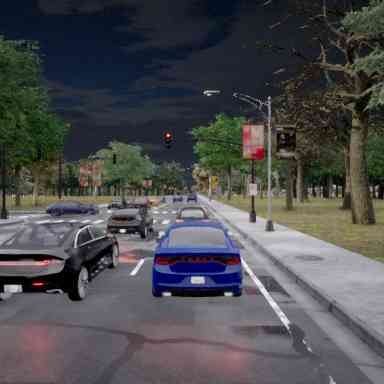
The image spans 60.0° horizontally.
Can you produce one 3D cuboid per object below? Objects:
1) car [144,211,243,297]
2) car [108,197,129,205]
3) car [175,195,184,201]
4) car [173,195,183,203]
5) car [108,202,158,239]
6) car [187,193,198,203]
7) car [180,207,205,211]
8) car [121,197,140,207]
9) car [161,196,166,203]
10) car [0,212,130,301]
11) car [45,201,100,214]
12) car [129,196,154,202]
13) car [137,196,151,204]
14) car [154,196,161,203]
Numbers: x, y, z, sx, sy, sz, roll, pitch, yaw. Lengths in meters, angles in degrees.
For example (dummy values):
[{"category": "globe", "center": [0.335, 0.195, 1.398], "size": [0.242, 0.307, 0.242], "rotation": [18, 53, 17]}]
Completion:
[{"category": "car", "center": [0.110, 1.478, 8.615], "size": [1.882, 1.535, 5.008], "rotation": [0, 0, 0]}, {"category": "car", "center": [-9.806, 1.578, 44.242], "size": [1.994, 1.385, 4.181], "rotation": [0, 0, 1]}, {"category": "car", "center": [-3.172, 1.479, 83.942], "size": [2.033, 1.411, 5.357], "rotation": [0, 0, 0]}, {"category": "car", "center": [-3.182, 1.522, 73.526], "size": [1.882, 1.535, 5.008], "rotation": [0, 0, 0]}, {"category": "car", "center": [-3.136, 1.507, 17.472], "size": [1.837, 1.490, 4.892], "rotation": [0, 0, 0]}, {"category": "car", "center": [0.068, 1.270, 73.553], "size": [2.150, 2.045, 5.566], "rotation": [0, 0, 0]}, {"category": "car", "center": [0.035, 1.528, 17.814], "size": [1.812, 1.442, 4.674], "rotation": [0, 0, 1]}, {"category": "car", "center": [-9.792, 1.512, 53.162], "size": [2.128, 1.511, 4.902], "rotation": [0, 0, 0]}, {"category": "car", "center": [-6.451, 1.531, 68.106], "size": [2.128, 1.511, 4.902], "rotation": [0, 0, 0]}, {"category": "car", "center": [-3.147, 1.492, 8.300], "size": [2.128, 1.511, 4.902], "rotation": [0, 0, 0]}, {"category": "car", "center": [-10.904, 1.530, 30.501], "size": [4.674, 1.442, 1.812], "rotation": [0, 0, -12]}, {"category": "car", "center": [-6.557, 1.491, 43.530], "size": [1.882, 1.535, 5.008], "rotation": [0, 0, 0]}, {"category": "car", "center": [-9.702, 1.585, 67.299], "size": [2.033, 1.411, 5.357], "rotation": [0, 0, 1]}, {"category": "car", "center": [-6.545, 1.498, 53.110], "size": [1.882, 1.535, 5.008], "rotation": [0, 0, 0]}]
